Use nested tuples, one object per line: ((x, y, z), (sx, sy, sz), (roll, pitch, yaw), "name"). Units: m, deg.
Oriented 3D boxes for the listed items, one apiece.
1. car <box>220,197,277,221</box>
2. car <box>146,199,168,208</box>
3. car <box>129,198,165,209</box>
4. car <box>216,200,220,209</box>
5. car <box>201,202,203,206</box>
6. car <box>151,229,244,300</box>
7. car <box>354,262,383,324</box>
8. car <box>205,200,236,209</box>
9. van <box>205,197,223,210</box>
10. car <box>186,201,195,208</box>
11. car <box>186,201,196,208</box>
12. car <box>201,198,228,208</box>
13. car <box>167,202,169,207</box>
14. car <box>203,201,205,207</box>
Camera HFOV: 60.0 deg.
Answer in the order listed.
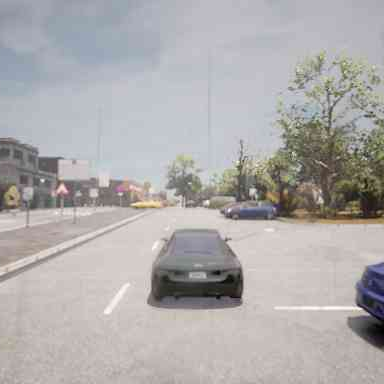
((5.137, 1.587, 29.602), (4.553, 1.767, 2.185), (0, 0, 0), "car")
((-7.492, 2.516, 72.205), (4.553, 1.767, 2.185), (0, -2, -1), "car")
((-7.528, 2.052, 54.111), (5.366, 1.575, 1.946), (0, -1, 0), "car")
((5.067, 1.779, 32.771), (4.674, 1.452, 2.002), (0, 0, 0), "car")
((4.812, 2.114, 64.738), (5.566, 2.045, 2.435), (0, -2, -1), "car")
((0.113, 1.633, 8.608), (1.994, 1.385, 4.181), (0, 0, 0), "car")
((5.086, 1.562, 5.265), (4.674, 1.452, 2.002), (0, 0, 0), "car")
((5.072, 2.185, 59.017), (5.366, 1.575, 1.946), (0, -2, 0), "car")
((4.813, 1.819, 53.567), (4.442, 1.987, 1.878), (0, -1, 0), "van")
((-0.338, 2.715, 73.974), (1.882, 1.535, 5.008), (0, -2, 2), "car")
((-0.150, 2.390, 64.103), (1.812, 1.442, 4.674), (0, -2, -1), "car")
((4.743, 2.317, 70.196), (5.566, 2.045, 2.435), (0, -2, -1), "car")
((-7.419, 2.165, 66.261), (5.566, 2.045, 2.435), (0, -2, -1), "car")
((5.093, 2.112, 56.357), (5.366, 1.575, 1.946), (0, -1, 0), "car")
